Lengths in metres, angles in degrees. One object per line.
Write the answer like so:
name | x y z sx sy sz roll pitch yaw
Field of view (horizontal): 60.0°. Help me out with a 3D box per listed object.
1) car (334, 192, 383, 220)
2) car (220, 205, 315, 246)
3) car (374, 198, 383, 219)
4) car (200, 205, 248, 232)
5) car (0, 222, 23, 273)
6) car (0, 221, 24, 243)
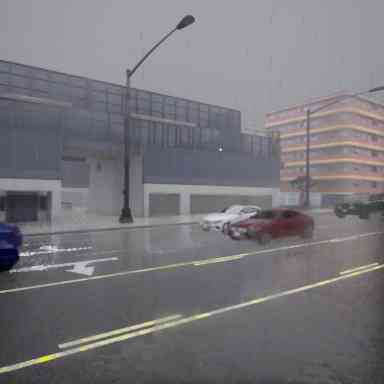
car | 13.716 1.046 26.536 5.566 2.045 2.150 0 0 -35
car | 3.775 1.485 15.268 4.674 1.442 1.812 -1 0 -35
car | 15.290 1.318 23.369 4.902 1.511 2.128 0 0 -35
car | 2.603 1.475 18.725 4.674 1.442 1.812 -1 0 -35
car | -6.777 1.596 7.765 4.718 1.301 1.895 0 0 -35
car | -8.206 1.527 11.059 4.674 1.442 1.812 0 0 -35
